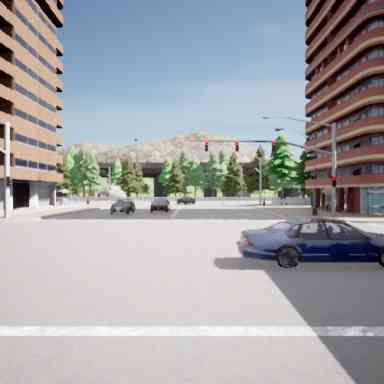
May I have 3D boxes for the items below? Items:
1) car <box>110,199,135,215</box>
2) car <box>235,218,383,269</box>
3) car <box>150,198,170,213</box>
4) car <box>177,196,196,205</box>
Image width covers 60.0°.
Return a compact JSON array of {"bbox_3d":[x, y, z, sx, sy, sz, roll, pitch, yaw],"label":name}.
[{"bbox_3d":[-7.066,1.478,34.302,2.128,1.511,4.902,0,0,0],"label":"car"},{"bbox_3d":[4.104,1.544,10.504,5.357,1.411,2.033,0,0,0],"label":"car"},{"bbox_3d":[-3.545,1.463,37.625,1.882,1.535,5.008,0,0,0],"label":"car"},{"bbox_3d":[-1.086,1.456,58.871,2.128,1.511,4.902,0,0,-27],"label":"car"}]
